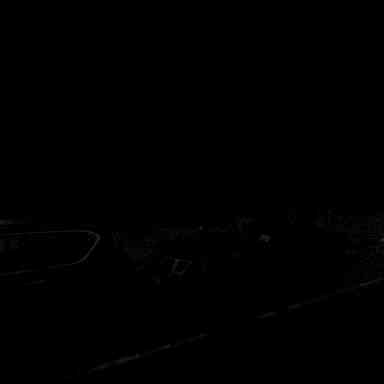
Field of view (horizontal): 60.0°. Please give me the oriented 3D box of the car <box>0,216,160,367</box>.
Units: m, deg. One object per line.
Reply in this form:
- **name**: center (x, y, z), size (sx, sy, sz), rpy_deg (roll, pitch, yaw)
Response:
- **car**: center (-3.180, 1.315, 4.262), size (5.009, 1.841, 2.192), rpy_deg (0, 0, -35)

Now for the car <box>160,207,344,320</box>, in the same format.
- **car**: center (1.417, 1.314, 7.530), size (5.009, 1.841, 2.192), rpy_deg (0, 0, -35)
